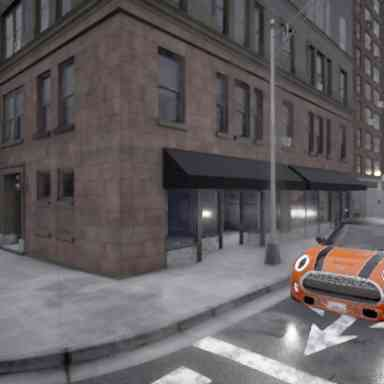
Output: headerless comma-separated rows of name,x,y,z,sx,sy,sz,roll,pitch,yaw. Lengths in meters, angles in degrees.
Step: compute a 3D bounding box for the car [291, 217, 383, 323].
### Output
car,4.020,1.406,7.430,2.097,1.767,4.553,0,0,42
